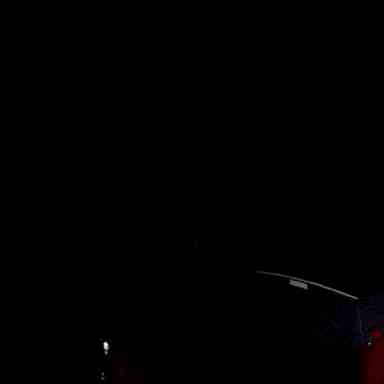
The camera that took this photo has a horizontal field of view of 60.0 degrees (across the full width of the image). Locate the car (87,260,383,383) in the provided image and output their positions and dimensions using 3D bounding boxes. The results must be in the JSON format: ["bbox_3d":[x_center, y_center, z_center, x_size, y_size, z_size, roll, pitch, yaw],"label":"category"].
[{"bbox_3d":[1.328,1.610,3.894,4.718,1.301,1.895,0,0,-36],"label":"car"}]
